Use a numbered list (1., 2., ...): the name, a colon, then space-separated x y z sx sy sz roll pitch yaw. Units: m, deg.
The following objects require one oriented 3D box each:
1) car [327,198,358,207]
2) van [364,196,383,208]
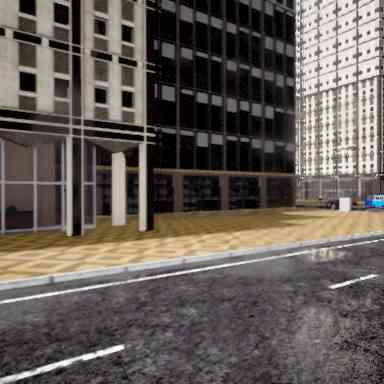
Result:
1. car: 22.733 1.569 50.424 1.887 1.381 4.507 0 0 -34
2. van: 25.913 1.391 45.888 1.690 1.788 3.998 0 0 -34
